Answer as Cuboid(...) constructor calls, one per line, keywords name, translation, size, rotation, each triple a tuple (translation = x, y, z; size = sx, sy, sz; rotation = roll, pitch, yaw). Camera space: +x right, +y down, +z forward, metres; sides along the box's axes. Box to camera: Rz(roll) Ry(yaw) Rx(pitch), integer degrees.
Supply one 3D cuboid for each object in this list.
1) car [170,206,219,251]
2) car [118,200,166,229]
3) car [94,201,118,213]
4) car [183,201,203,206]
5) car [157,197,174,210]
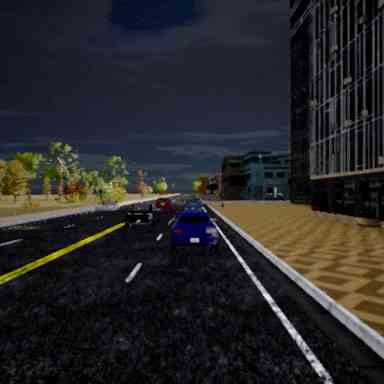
Cuboid(name="car", translation=(0.096, 1.539, 14.061), size=(1.812, 1.442, 4.674), rotation=(0, 0, 0))
Cuboid(name="car", translation=(-3.155, 1.512, 22.032), size=(2.128, 1.511, 4.902), rotation=(0, 0, 0))
Cuboid(name="car", translation=(-9.759, 1.702, 38.169), size=(1.895, 1.301, 4.718), rotation=(0, 0, 0))
Cuboid(name="car", translation=(0.092, 1.577, 32.753), size=(2.033, 1.411, 5.357), rotation=(0, 0, 0))
Cuboid(name="car", translation=(-3.162, 1.386, 38.052), size=(2.097, 1.767, 4.553), rotation=(0, 0, 0))
